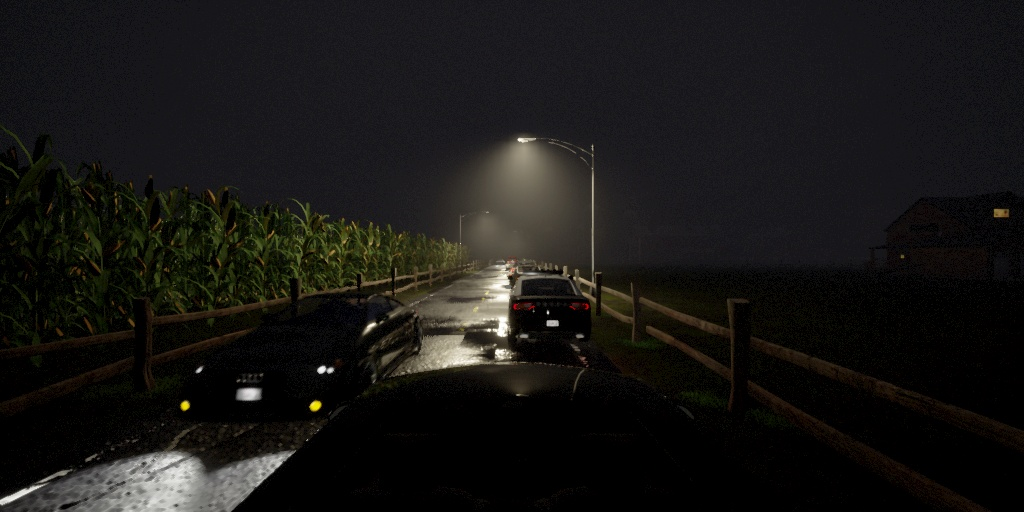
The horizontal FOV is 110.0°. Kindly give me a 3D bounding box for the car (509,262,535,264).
[{"bbox_3d":[0.855,1.255,19.830,1.837,1.490,4.892,0,0,0],"label":"car"}]

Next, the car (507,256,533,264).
[{"bbox_3d":[0.865,1.101,25.801,2.097,1.767,4.553,0,0,0],"label":"car"}]

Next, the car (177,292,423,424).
[{"bbox_3d":[-2.843,1.314,5.871,1.994,1.385,4.181,0,0,0],"label":"car"}]

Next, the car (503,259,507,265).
[{"bbox_3d":[0.125,1.373,48.134,1.895,1.301,4.718,0,0,1],"label":"car"}]

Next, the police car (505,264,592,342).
[{"bbox_3d":[0.837,1.175,9.940,1.930,1.638,5.238,0,0,0],"label":"police car"}]
